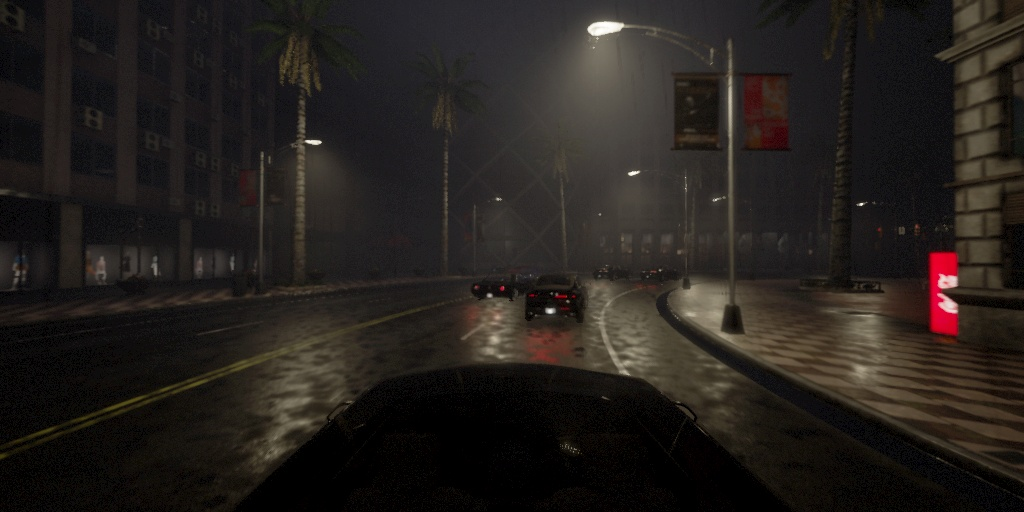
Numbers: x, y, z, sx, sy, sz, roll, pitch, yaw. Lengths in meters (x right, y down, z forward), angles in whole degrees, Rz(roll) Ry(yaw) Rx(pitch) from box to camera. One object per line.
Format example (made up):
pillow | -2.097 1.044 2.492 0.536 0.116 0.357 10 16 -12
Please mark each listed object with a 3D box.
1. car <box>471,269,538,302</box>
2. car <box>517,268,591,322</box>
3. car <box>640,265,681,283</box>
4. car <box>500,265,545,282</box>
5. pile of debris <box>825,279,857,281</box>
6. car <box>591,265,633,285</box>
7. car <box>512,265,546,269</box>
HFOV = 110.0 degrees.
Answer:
car | -0.210 1.507 18.310 1.895 1.301 4.718 0 -1 21
car | 1.708 1.363 12.879 1.837 1.490 4.892 -1 0 14
car | 13.158 1.535 31.597 4.902 1.511 2.128 1 -1 -42
car | 1.080 1.583 34.339 1.812 1.442 4.674 -1 -1 40
pile of debris | 35.697 2.312 38.825 1.860 0.140 1.500 0 0 0
car | 9.304 1.543 32.783 4.902 1.511 2.128 1 -1 -45
car | 1.885 1.565 29.946 2.033 1.411 5.357 0 -1 35
